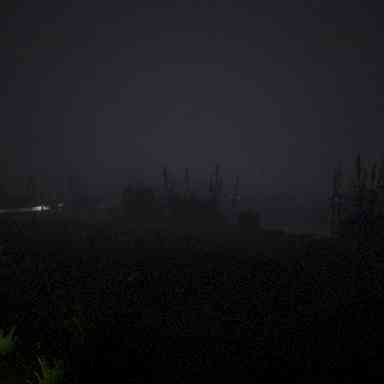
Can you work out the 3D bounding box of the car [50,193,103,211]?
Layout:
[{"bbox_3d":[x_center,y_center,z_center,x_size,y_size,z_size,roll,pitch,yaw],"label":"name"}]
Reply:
[{"bbox_3d":[-10.576,0.961,30.403,2.097,1.767,4.553,0,3,40],"label":"car"}]

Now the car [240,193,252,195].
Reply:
[{"bbox_3d":[7.570,0.891,49.949,2.097,1.767,4.553,0,-2,44],"label":"car"}]
